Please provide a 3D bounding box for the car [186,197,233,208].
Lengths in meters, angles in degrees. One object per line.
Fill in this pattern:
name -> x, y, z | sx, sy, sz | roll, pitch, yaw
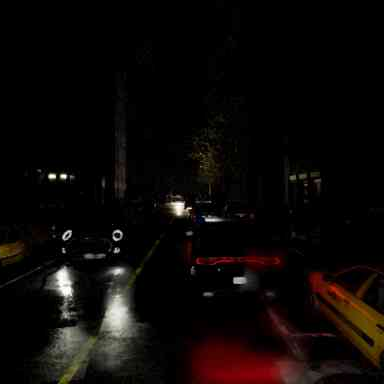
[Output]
car -> 0.854, 1.355, 18.572 | 2.097, 1.767, 4.553 | 0, 0, 0

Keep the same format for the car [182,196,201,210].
car -> -0.083, 1.576, 44.460 | 1.812, 1.442, 4.674 | 0, 0, 0

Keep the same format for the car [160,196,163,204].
car -> -5.787, 1.607, 49.400 | 1.887, 1.381, 4.507 | 0, 0, 0

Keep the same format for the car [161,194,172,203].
car -> -5.856, 1.464, 77.594 | 2.192, 1.841, 5.009 | 0, 0, 0

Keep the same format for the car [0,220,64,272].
car -> -5.691, 1.527, 9.720 | 1.752, 1.417, 4.829 | 0, 0, 1

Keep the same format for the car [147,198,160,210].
car -> -5.773, 1.488, 43.762 | 1.967, 1.590, 4.097 | 0, 0, 0

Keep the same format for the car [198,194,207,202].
car -> 2.656, 1.490, 83.245 | 2.192, 1.841, 5.009 | 0, 0, 0

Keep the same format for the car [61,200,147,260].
car -> -3.130, 1.353, 12.303 | 2.097, 1.767, 4.553 | 0, 0, 0

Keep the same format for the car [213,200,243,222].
car -> 2.794, 1.453, 26.849 | 1.967, 1.590, 4.097 | 0, 0, 0

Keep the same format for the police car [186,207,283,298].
police car -> 0.878, 1.426, 8.711 | 1.930, 1.638, 5.238 | 0, 0, 0

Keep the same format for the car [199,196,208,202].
car -> 2.670, 1.715, 77.604 | 1.947, 1.339, 4.313 | 0, 0, 0

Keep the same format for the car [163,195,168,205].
car -> -5.814, 1.673, 60.678 | 1.802, 1.307, 4.206 | 0, 0, 0

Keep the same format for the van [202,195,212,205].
van -> 2.712, 1.432, 60.687 | 1.690, 1.788, 3.998 | 0, 0, 0

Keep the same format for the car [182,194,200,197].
car -> -0.139, 1.305, 57.508 | 2.150, 2.045, 5.566 | 0, 0, 0

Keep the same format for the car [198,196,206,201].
car -> 2.643, 1.746, 88.884 | 1.887, 1.381, 4.507 | 0, 0, 0

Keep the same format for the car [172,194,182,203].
car -> -3.179, 1.356, 74.321 | 2.150, 2.045, 5.566 | 0, 0, 0

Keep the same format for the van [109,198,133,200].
van -> -5.731, 1.354, 26.845 | 1.690, 1.788, 3.998 | 0, 0, 0

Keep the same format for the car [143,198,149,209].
car -> -5.745, 1.588, 32.483 | 1.947, 1.339, 4.313 | 0, 0, 0

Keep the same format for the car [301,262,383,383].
car -> 2.855, 1.525, 4.495 | 1.752, 1.417, 4.829 | 0, 0, 1

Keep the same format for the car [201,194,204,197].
car -> 2.753, 1.363, 43.768 | 2.192, 1.841, 5.009 | 0, 0, 0

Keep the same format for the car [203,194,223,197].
car -> 2.766, 1.349, 38.129 | 2.192, 1.841, 5.009 | 0, 0, 0

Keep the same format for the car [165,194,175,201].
car -> -5.883, 1.516, 88.872 | 2.192, 1.841, 5.009 | 0, 0, 0

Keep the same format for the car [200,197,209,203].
car -> 2.684, 1.707, 71.966 | 1.802, 1.307, 4.206 | 0, 0, 0

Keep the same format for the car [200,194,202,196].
car -> 2.726, 1.517, 55.047 | 1.967, 1.590, 4.097 | 0, 0, 0

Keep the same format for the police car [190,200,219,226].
police car -> 0.840, 1.436, 24.712 | 1.930, 1.638, 5.238 | 0, 0, 0

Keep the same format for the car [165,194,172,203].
car -> -5.841, 1.650, 71.786 | 1.752, 1.417, 4.829 | 0, 0, 0

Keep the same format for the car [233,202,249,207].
car -> 2.807, 1.446, 21.211 | 1.967, 1.590, 4.097 | 0, 0, 0
